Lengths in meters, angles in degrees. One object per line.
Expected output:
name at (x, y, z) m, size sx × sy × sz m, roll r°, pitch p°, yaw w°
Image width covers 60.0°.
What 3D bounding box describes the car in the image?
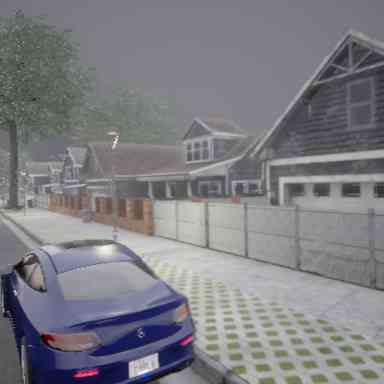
car at (-1.726, 1.465, 5.054) m, size 1.812 × 1.442 × 4.674 m, roll -2°, pitch 1°, yaw -33°
